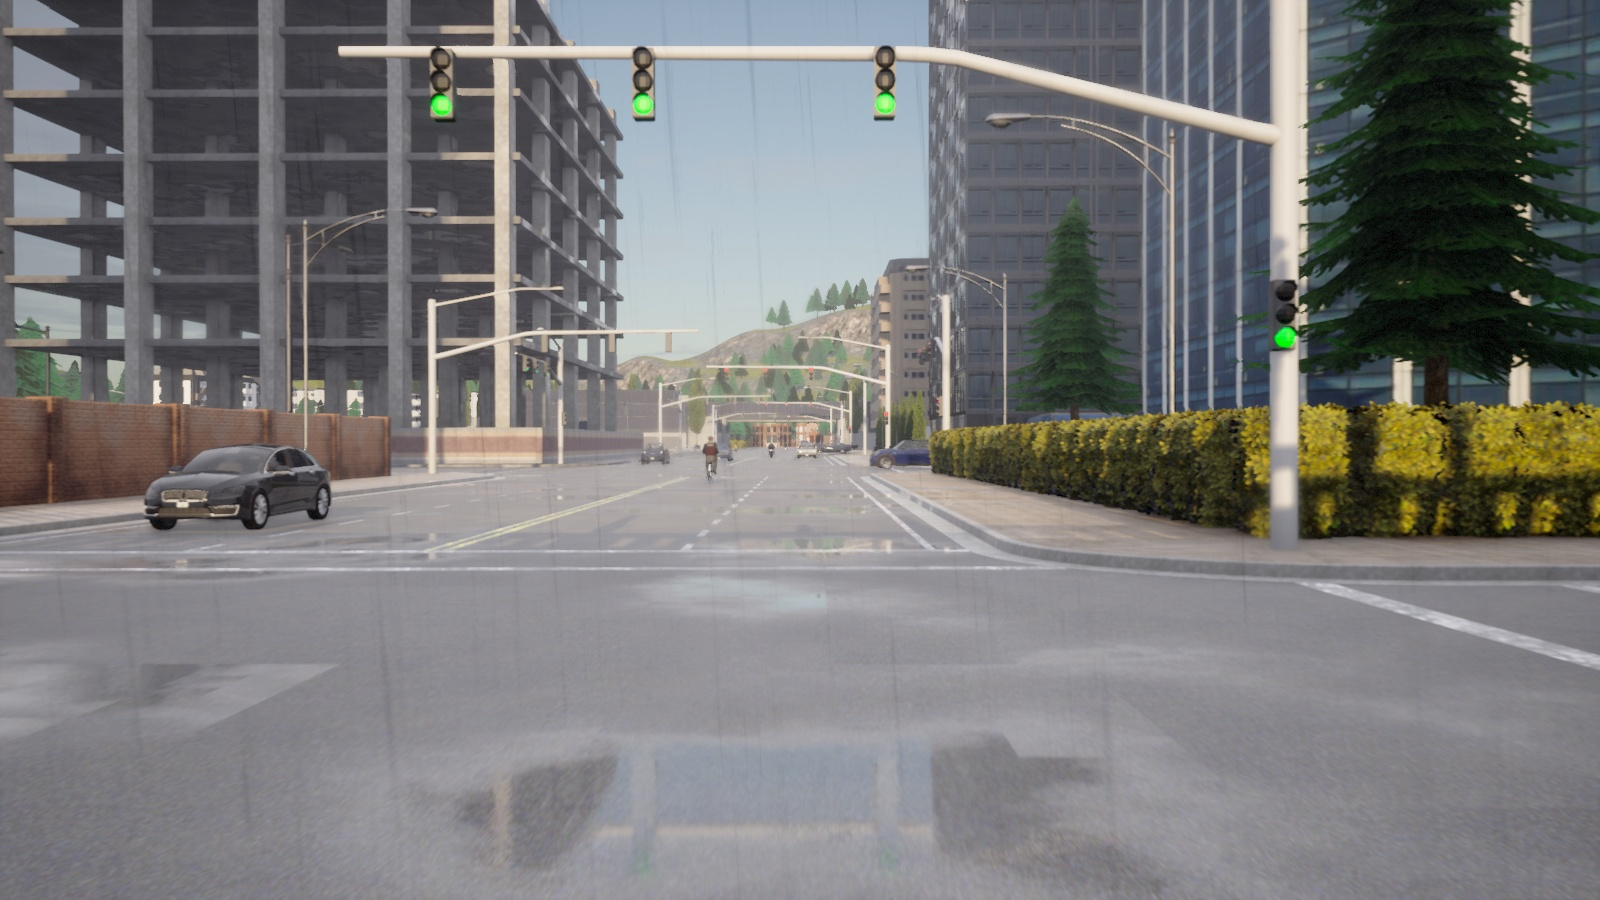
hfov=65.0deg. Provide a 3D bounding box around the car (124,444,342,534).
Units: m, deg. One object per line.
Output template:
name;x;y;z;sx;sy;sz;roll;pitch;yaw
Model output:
car;-10.357;0.635;23.418;1.837;1.490;4.892;0;0;0

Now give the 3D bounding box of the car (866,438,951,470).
car;6.037;0.204;70.368;4.553;1.767;2.097;0;0;0

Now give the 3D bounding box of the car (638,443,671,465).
car;-10.008;0.257;86.747;1.845;1.501;3.633;0;0;0
